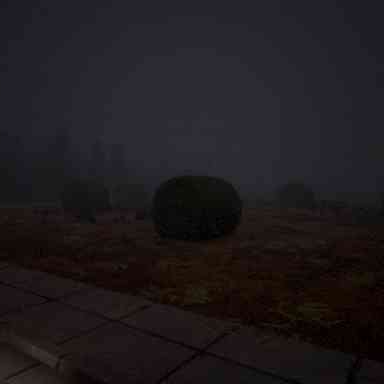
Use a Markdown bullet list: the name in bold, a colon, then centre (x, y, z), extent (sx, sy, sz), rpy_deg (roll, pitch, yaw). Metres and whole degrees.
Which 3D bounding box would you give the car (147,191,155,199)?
- **car**: centre (-8.000, 0.511, 62.901), extent (1.882, 1.535, 5.008), rpy_deg (1, 1, 37)
